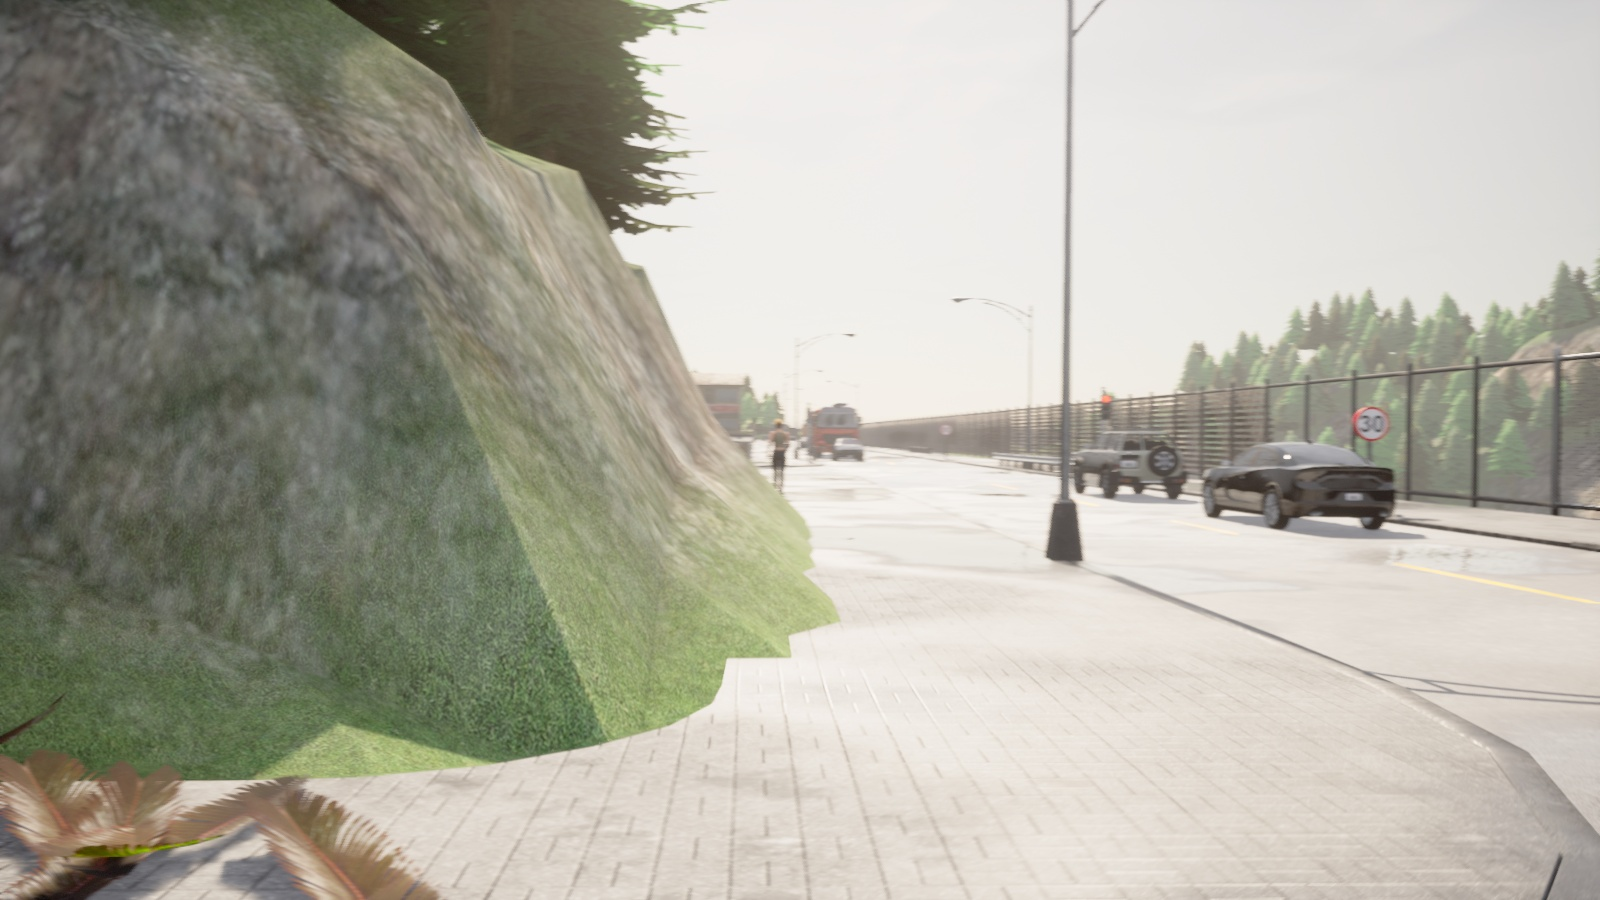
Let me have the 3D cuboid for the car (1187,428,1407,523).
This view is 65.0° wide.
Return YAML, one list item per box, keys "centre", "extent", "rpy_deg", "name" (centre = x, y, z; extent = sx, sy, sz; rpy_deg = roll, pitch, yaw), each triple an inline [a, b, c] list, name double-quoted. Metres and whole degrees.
- centre: [8.946, 0.391, 23.162]
  extent: [1.882, 1.535, 5.008]
  rpy_deg: [-1, 1, -3]
  name: "car"

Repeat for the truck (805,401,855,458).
- centre: [2.024, -1.440, 88.627]
  extent: [2.891, 3.827, 8.468]
  rpy_deg: [-1, 1, -3]
  name: "truck"

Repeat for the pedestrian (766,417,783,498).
- centre: [-0.586, 0.174, 28.935]
  extent: [0.345, 1.836, 0.594]
  rpy_deg: [-1, 1, -3]
  name: "pedestrian"

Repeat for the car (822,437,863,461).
- centre: [2.559, -0.096, 76.943]
  extent: [2.033, 1.411, 5.357]
  rpy_deg: [-1, 1, -3]
  name: "car"

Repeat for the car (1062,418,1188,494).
- centre: [8.467, 0.118, 33.171]
  extent: [1.932, 1.855, 4.605]
  rpy_deg: [-1, 1, -3]
  name: "car"
